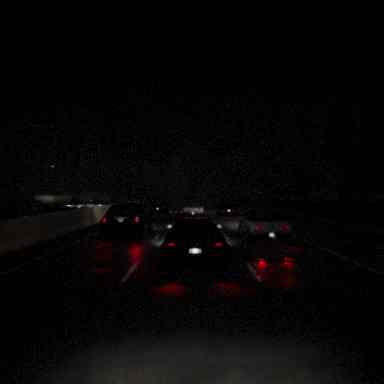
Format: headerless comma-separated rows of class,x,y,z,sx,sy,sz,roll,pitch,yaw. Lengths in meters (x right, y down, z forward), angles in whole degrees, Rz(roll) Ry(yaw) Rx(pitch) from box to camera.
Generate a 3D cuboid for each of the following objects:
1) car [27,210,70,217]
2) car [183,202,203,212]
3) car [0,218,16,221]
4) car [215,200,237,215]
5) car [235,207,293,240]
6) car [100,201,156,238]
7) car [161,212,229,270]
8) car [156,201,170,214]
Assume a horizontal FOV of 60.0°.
car,-10.604,1.588,25.149,2.033,1.411,5.357,0,0,0
car,0.082,1.653,32.971,1.895,1.301,4.718,0,0,0
car,-14.105,1.638,23.011,1.895,1.301,4.718,0,0,0
car,3.556,1.559,34.623,1.837,1.490,4.892,0,0,-1
car,3.597,1.628,17.172,1.895,1.301,4.718,0,0,0
car,-3.405,1.380,17.980,2.097,1.767,4.553,0,0,0
car,0.089,1.582,11.097,1.994,1.385,4.181,0,0,0
car,-3.449,1.619,35.092,1.994,1.385,4.181,0,0,-1
